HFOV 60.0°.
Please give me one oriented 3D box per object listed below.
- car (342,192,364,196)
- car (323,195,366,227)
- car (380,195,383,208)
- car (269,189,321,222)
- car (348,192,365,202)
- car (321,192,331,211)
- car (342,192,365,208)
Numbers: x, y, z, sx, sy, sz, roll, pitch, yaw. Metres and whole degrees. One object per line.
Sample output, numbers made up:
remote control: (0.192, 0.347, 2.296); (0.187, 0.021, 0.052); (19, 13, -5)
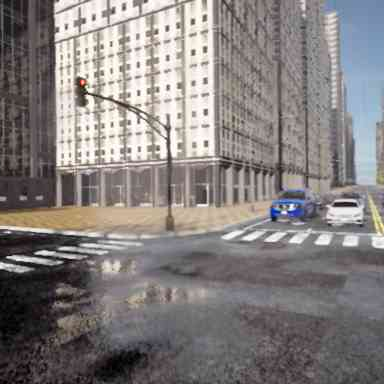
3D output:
car: (13.156, 0.794, 27.549); (2.097, 1.767, 4.553); (-1, 1, 28)
car: (9.064, 1.146, 19.634); (1.812, 1.442, 4.674); (-1, 1, 27)
car: (19.979, 0.790, 33.208); (2.033, 1.411, 5.357); (-1, 1, 28)
car: (6.979, 0.841, 22.669); (2.150, 2.045, 5.566); (-1, 1, 30)
car: (22.296, 0.642, 45.080); (1.895, 1.301, 4.718); (-1, 1, 28)
car: (11.607, 0.910, 31.596); (2.128, 1.511, 4.902); (-1, 1, 28)
car: (17.562, 0.797, 36.006); (2.033, 1.411, 5.357); (-1, 1, 28)
